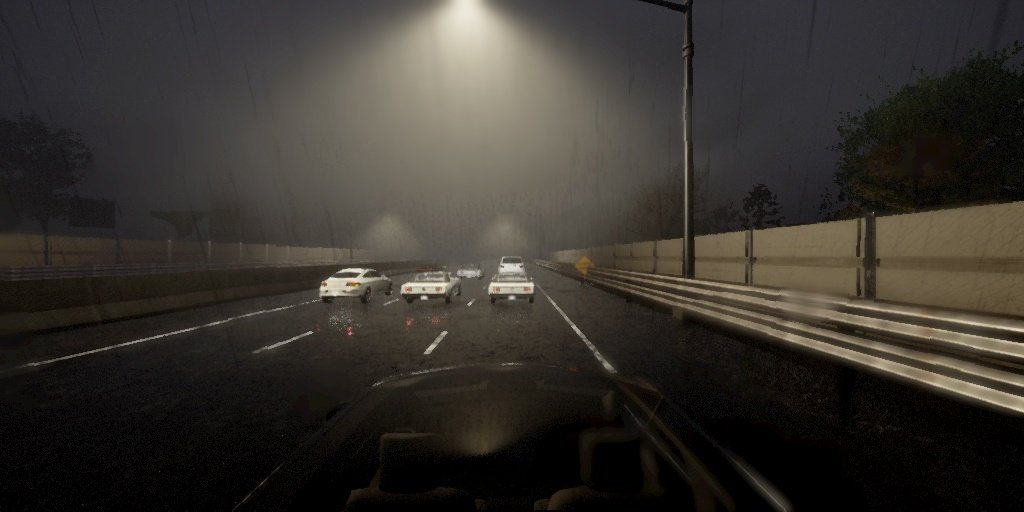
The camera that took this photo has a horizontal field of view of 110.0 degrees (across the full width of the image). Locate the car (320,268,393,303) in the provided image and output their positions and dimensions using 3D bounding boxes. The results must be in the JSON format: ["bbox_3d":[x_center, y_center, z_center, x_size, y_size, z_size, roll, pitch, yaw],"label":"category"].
[{"bbox_3d":[-7.001,1.286,16.500,1.812,1.442,4.674,0,0,0],"label":"car"}]

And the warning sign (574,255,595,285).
[{"bbox_3d":[4.550,0.868,22.401,1.300,1.860,1.060,0,0,0],"label":"warning sign"}]

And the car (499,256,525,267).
[{"bbox_3d":[-0.001,1.014,31.532,2.150,2.045,5.566,0,0,0],"label":"car"}]

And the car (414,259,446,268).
[{"bbox_3d":[-7.001,1.272,31.501,1.837,1.490,4.892,0,0,0],"label":"car"}]

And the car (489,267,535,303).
[{"bbox_3d":[-0.001,1.369,16.530,1.895,1.301,4.718,0,0,0],"label":"car"}]

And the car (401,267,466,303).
[{"bbox_3d":[-3.500,1.369,16.530,1.895,1.301,4.718,0,0,0],"label":"car"}]

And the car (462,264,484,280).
[{"bbox_3d":[-3.500,1.372,31.531,1.895,1.301,4.718,0,0,0],"label":"car"}]
